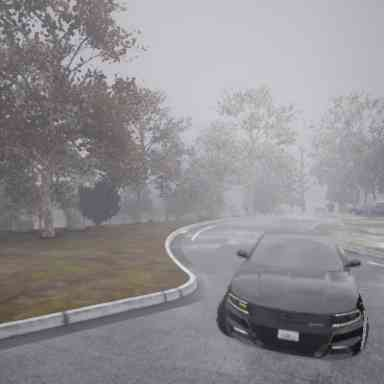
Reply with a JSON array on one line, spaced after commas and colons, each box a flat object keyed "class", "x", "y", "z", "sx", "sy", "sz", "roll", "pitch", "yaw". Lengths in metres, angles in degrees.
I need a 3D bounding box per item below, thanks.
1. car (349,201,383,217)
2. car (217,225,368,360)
[{"class": "car", "x": 17.589, "y": 1.556, "z": 31.034, "sx": 5.357, "sy": 1.411, "sz": 2.033, "roll": 0, "pitch": 0, "yaw": -4}, {"class": "car", "x": 2.026, "y": 1.479, "z": 6.422, "sx": 1.882, "sy": 1.535, "sz": 5.008, "roll": 2, "pitch": 1, "yaw": 20}]
